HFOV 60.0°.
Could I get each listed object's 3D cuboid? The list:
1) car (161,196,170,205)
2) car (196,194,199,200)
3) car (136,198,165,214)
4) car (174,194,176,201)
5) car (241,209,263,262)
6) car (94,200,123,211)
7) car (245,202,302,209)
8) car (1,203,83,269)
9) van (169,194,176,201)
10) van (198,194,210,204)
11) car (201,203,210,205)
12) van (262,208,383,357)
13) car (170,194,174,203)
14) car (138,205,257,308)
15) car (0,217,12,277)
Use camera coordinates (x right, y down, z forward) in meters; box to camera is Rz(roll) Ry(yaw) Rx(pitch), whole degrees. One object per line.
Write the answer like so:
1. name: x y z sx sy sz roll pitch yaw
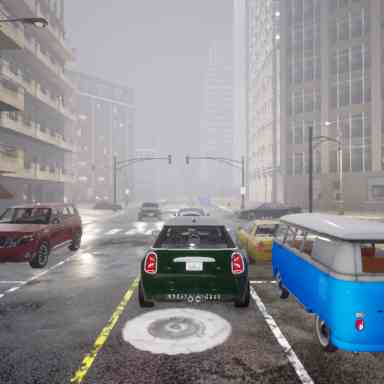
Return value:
1. car: -5.416 1.613 60.225 1.752 1.417 4.829 0 0 0
2. car: 2.424 1.704 82.618 1.887 1.381 4.507 0 0 0
3. car: -3.455 1.529 27.582 1.837 1.490 4.892 0 0 -7
4. car: -5.446 1.705 77.053 1.947 1.339 4.313 0 0 0
5. car: 2.549 1.531 11.584 1.752 1.417 4.829 0 0 0
6. car: -10.515 1.672 41.768 4.181 1.385 1.994 -1 -1 42
7. car: 5.924 1.491 25.821 5.357 1.411 2.033 -1 0 -7
8. car: -5.329 1.321 11.394 2.192 1.841 5.009 0 0 0
9. van: -5.475 1.542 93.709 1.690 1.788 3.998 0 0 0
10. van: 2.464 1.429 60.409 1.690 1.788 3.998 0 0 0
11. car: -0.030 1.536 17.141 1.812 1.442 4.674 0 0 0
12. van: 2.561 1.343 5.878 1.690 1.788 3.998 0 0 0
13. car: -5.436 1.561 71.501 1.967 1.590 4.097 0 0 0
14. car: 0.050 1.355 8.098 2.097 1.767 4.553 0 0 0
15. car: -5.320 1.442 5.858 1.967 1.590 4.097 0 0 0
